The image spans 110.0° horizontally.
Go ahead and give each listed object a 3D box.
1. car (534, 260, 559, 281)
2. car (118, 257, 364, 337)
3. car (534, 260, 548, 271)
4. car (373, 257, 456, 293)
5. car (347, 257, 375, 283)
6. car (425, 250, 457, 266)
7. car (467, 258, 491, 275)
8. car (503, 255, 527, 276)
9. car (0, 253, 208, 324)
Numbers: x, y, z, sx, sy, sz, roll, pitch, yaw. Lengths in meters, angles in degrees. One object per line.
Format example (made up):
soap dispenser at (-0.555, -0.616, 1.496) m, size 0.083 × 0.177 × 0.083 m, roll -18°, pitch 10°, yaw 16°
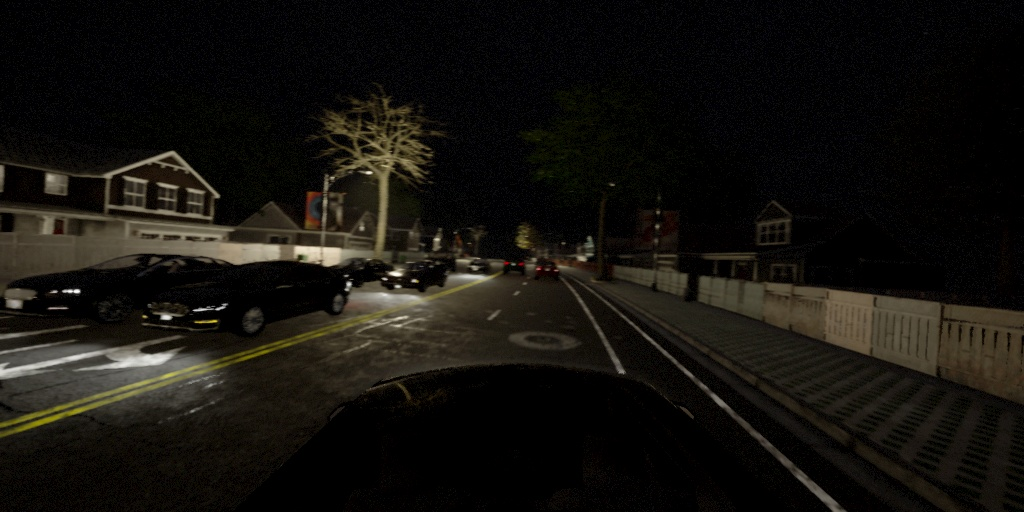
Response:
car at (3.285, 1.255, 33.665) m, size 2.097 × 1.767 × 4.553 m, roll 3°, pitch 0°, yaw 4°
car at (-5.966, 0.883, 8.919) m, size 1.837 × 1.490 × 4.892 m, roll 3°, pitch 0°, yaw 7°
car at (4.335, 1.412, 54.556) m, size 1.882 × 1.535 × 5.008 m, roll 3°, pitch 0°, yaw 2°
car at (-4.797, 0.984, 18.645) m, size 2.033 × 1.411 × 5.357 m, roll 3°, pitch 0°, yaw 6°
car at (-8.013, 0.789, 19.048) m, size 2.033 × 1.411 × 5.357 m, roll 3°, pitch 0°, yaw 6°
car at (-6.659, 0.514, 33.274) m, size 2.150 × 2.045 × 5.566 m, roll 3°, pitch 1°, yaw 5°
car at (-3.208, 0.998, 36.033) m, size 2.128 × 1.511 × 4.902 m, roll 3°, pitch 0°, yaw 4°
car at (0.315, 0.936, 38.195) m, size 2.150 × 2.045 × 5.566 m, roll 3°, pitch 0°, yaw 4°
car at (-9.187, 0.673, 9.287) m, size 2.128 × 1.511 × 4.902 m, roll 3°, pitch 0°, yaw 7°
